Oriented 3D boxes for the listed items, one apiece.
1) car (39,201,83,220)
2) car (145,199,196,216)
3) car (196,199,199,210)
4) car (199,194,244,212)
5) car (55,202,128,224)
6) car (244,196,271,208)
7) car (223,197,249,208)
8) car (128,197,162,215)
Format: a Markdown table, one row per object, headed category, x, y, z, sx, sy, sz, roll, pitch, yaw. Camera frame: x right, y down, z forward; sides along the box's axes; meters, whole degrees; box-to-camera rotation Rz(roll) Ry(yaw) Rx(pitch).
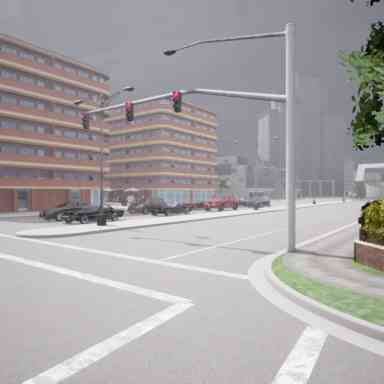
| category | x | y | z | sx | sy | sz | roll | pitch | yaw |
| --- | --- | --- | --- | --- | --- | --- | --- | --- | --- |
| car | -9.979 | 1.505 | 27.245 | 1.837 | 1.490 | 4.892 | 0 | 0 | 36 |
| car | -1.964 | 1.599 | 32.306 | 1.895 | 1.301 | 4.718 | 0 | 0 | 36 |
| car | 0.681 | 1.601 | 41.872 | 1.895 | 1.301 | 4.718 | 0 | 0 | 36 |
| car | 3.613 | 1.221 | 39.950 | 2.150 | 2.045 | 5.566 | 0 | 0 | 36 |
| car | -7.376 | 1.601 | 24.910 | 1.895 | 1.301 | 4.718 | 0 | 0 | 33 |
| car | 9.667 | 1.352 | 48.214 | 2.097 | 1.767 | 4.553 | 0 | 0 | 36 |
| car | 6.734 | 1.526 | 50.131 | 1.812 | 1.442 | 4.674 | 0 | 0 | 36 |
| car | -4.574 | 1.352 | 34.656 | 2.097 | 1.767 | 4.553 | 0 | 0 | 35 |
